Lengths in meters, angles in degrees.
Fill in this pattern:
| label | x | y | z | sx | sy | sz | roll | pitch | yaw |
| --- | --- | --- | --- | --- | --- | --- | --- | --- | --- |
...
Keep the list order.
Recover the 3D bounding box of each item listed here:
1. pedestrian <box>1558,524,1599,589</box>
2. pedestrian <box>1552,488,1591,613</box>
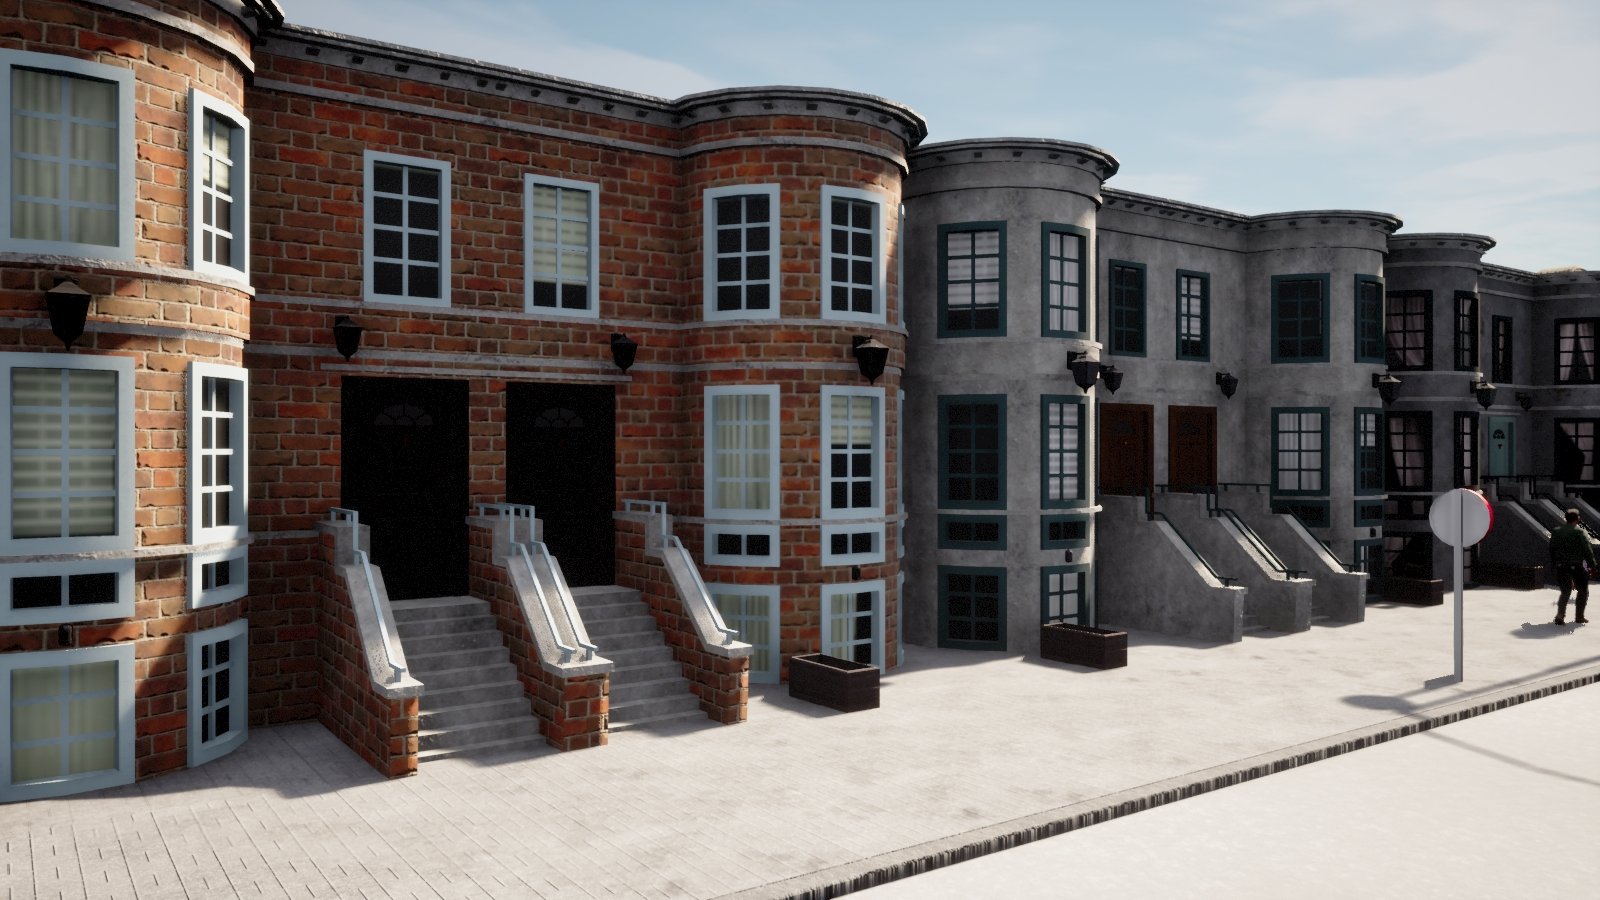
| label | x | y | z | sx | sy | sz | roll | pitch | yaw |
| --- | --- | --- | --- | --- | --- | --- | --- | --- | --- |
| pedestrian | 14.040 | 1.904 | 20.553 | 0.500 | 1.100 | 0.500 | 0 | 0 | -27 |
| pedestrian | 11.786 | 1.524 | 17.456 | 0.375 | 1.860 | 0.375 | 0 | 0 | -30 |
